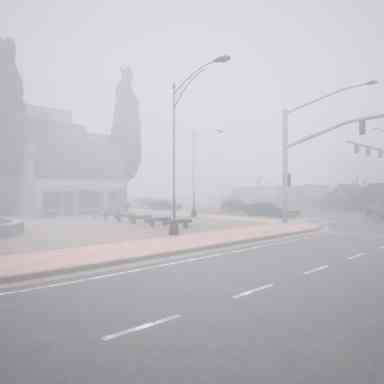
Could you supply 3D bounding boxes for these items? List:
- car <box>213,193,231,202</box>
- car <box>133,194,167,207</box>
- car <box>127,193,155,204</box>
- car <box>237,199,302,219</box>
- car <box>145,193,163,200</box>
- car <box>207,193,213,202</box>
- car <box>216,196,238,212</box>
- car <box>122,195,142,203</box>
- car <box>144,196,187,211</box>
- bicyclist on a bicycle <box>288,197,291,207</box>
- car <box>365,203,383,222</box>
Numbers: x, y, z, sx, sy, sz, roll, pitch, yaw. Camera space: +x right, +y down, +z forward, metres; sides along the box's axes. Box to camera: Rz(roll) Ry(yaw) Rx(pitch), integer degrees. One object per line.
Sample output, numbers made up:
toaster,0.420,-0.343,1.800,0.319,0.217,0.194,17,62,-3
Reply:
car,6.859,1.395,69.063,3.806,1.475,1.970,0,0,-42
car,-6.520,1.492,50.860,2.128,1.511,4.902,0,0,-40
car,-9.156,1.491,59.667,2.128,1.511,4.902,0,0,-40
car,6.955,1.547,29.516,2.033,1.411,5.357,0,0,-40
car,-10.040,1.153,88.044,4.605,1.855,1.932,0,0,-42
car,4.940,1.156,71.231,3.866,1.878,1.905,0,0,-42
car,5.352,1.477,36.823,1.882,1.535,5.008,0,0,-40
car,-12.528,1.478,69.004,1.882,1.535,5.008,0,0,-40
car,-3.408,1.546,41.751,2.033,1.411,5.357,0,0,-40
bicyclist on a bicycle,12.886,1.261,44.843,1.656,1.620,0.582,-7,4,-40
car,15.559,1.493,24.777,2.128,1.511,4.902,0,0,-40
